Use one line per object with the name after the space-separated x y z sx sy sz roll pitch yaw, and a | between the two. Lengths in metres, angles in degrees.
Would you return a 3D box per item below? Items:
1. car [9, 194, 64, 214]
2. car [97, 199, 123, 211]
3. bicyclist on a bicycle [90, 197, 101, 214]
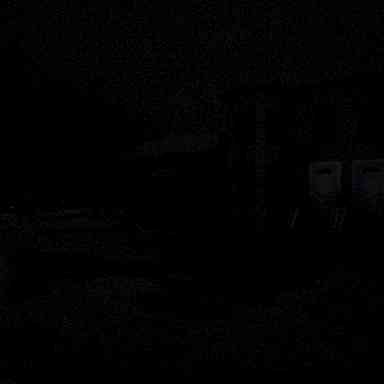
-16.853 1.222 36.433 2.150 2.045 5.566 0 0 36 | car
-8.906 1.547 40.215 2.033 1.411 5.357 0 0 36 | car
-9.426 1.344 32.352 1.656 1.620 0.582 0 1 36 | bicyclist on a bicycle
